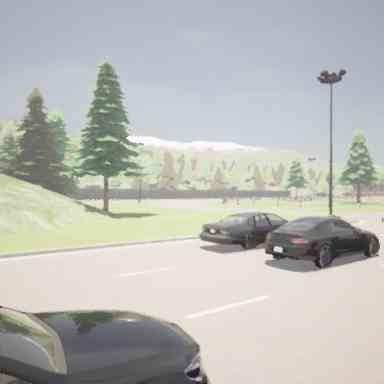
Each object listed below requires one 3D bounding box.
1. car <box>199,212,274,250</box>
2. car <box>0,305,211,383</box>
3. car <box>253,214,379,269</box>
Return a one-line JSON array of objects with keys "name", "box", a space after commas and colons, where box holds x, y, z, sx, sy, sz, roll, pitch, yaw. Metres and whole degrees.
[{"name": "car", "box": [2.845, 1.566, 14.388, 5.357, 1.411, 2.033, 0, 0, -36]}, {"name": "car", "box": [-2.002, 1.525, 2.318, 4.674, 1.442, 1.812, 0, 0, -35]}, {"name": "car", "box": [4.442, 1.543, 11.236, 4.674, 1.442, 1.812, 0, 0, -36]}]
